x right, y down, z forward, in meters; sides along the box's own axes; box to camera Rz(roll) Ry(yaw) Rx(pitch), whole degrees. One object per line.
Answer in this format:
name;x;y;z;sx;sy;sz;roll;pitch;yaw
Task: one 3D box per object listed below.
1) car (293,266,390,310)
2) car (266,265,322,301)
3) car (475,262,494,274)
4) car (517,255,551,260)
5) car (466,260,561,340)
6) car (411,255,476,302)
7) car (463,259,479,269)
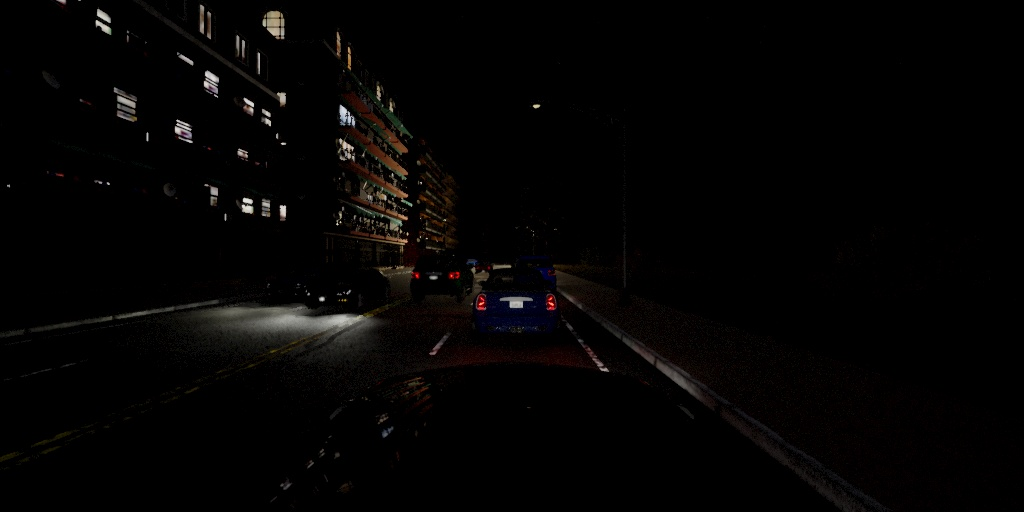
car;-6.606;1.257;14.895;1.837;1.490;4.892;0;0;0
car;-9.855;1.231;17.733;1.882;1.535;5.008;0;0;0
car;-3.158;1.355;41.934;1.895;1.301;4.718;0;0;0
car;1.132;0.978;19.710;2.150;2.045;5.566;0;0;0
car;0.095;1.104;10.135;2.097;1.767;4.553;0;0;0
car;-3.154;0.973;17.094;2.150;2.045;5.566;0;0;0
car;-6.595;1.232;57.980;1.882;1.535;5.008;0;0;0
